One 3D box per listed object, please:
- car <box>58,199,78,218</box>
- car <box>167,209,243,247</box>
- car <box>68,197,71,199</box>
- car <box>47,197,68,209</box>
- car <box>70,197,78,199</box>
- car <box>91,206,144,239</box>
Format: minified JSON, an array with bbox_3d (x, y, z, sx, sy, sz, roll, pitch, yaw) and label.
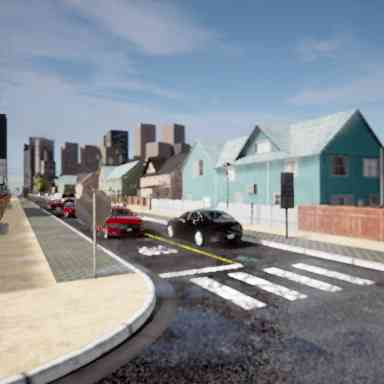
[{"bbox_3d":[-10.658,1.636,30.297,1.895,1.301,4.718,0,0,-28],"label":"car"},{"bbox_3d":[0.425,1.544,15.480,1.837,1.490,4.892,0,0,-28],"label":"car"},{"bbox_3d":[-18.428,1.496,51.004,2.128,1.511,4.902,0,0,-28],"label":"car"},{"bbox_3d":[-18.491,1.663,45.258,1.895,1.301,4.718,0,0,-28],"label":"car"},{"bbox_3d":[-13.546,1.504,41.896,2.128,1.511,4.902,0,0,-27],"label":"car"},{"bbox_3d":[-4.127,1.525,17.980,1.882,1.535,5.008,0,0,-28],"label":"car"}]
